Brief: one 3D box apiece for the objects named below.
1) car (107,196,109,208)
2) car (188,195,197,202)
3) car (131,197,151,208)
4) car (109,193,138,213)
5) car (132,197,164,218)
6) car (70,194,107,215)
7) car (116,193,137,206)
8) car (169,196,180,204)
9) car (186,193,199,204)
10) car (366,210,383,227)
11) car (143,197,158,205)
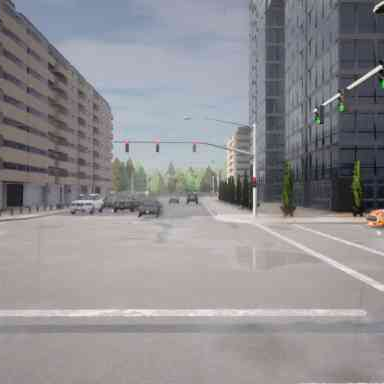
[{"bbox_3d":[-10.867,1.352,44.784,2.097,1.767,4.553,0,0,1],"label":"car"},{"bbox_3d":[0.098,1.500,74.538,1.837,1.490,4.892,0,0,1],"label":"car"},{"bbox_3d":[-7.325,1.547,48.359,2.033,1.411,5.357,0,0,1],"label":"car"},{"bbox_3d":[-7.419,1.221,38.114,2.150,2.045,5.566,0,0,1],"label":"car"},{"bbox_3d":[-3.730,1.490,30.534,2.128,1.511,4.902,0,0,1],"label":"car"},{"bbox_3d":[-10.928,1.221,34.940,2.150,2.045,5.566,0,0,-1],"label":"car"},{"bbox_3d":[-10.736,1.221,54.985,2.150,2.045,5.566,0,0,1],"label":"car"},{"bbox_3d":[-3.432,1.526,64.246,1.812,1.442,4.674,0,0,1],"label":"car"},{"bbox_3d":[0.062,1.221,63.825,2.150,2.045,5.566,0,0,1],"label":"car"},{"bbox_3d":[13.579,1.407,21.101,4.553,1.767,2.097,0,0,0],"label":"car"},{"bbox_3d":[-7.187,1.564,58.379,1.994,1.385,4.181,0,0,1],"label":"car"}]
